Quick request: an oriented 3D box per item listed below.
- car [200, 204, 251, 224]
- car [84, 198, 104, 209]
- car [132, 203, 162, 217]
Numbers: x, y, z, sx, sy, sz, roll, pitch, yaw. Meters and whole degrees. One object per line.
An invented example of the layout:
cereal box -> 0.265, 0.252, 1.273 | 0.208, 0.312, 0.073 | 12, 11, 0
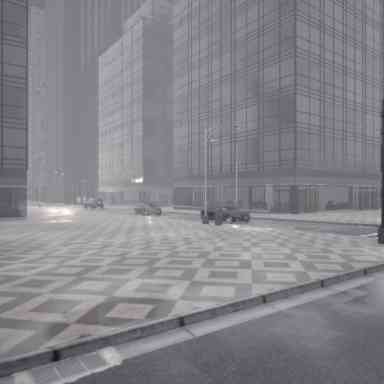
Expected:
car -> 2.677, 1.776, 27.516 | 1.882, 1.535, 5.008 | 0, -1, -36
car -> -18.271, 2.148, 61.882 | 2.150, 2.045, 5.566 | 0, -1, -37
car -> -5.217, 2.010, 38.421 | 1.837, 1.490, 4.892 | 0, -1, -36
